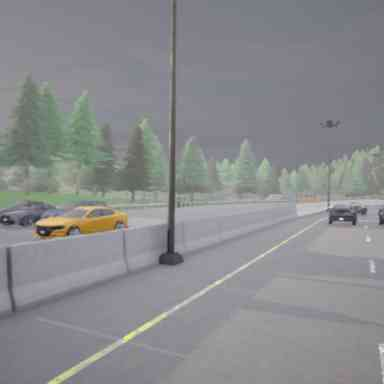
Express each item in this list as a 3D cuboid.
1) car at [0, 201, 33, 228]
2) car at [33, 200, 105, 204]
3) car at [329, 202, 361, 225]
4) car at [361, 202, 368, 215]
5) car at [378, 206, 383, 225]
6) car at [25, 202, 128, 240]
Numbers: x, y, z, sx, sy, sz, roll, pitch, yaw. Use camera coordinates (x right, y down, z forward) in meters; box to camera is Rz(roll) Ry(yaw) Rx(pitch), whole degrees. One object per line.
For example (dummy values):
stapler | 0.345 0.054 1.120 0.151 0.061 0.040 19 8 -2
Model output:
car | -10.282 1.486 21.723 1.994 1.385 4.181 1 0 27
car | -6.958 1.314 20.532 2.097 1.767 4.553 1 0 27
car | 11.944 1.727 26.167 1.837 1.490 4.892 1 -1 28
car | 18.973 1.874 38.313 1.812 1.442 4.674 1 0 32
car | 15.899 1.627 26.141 2.097 1.767 4.553 1 0 28
car | -5.196 1.451 16.304 1.882 1.535 5.008 1 0 27
